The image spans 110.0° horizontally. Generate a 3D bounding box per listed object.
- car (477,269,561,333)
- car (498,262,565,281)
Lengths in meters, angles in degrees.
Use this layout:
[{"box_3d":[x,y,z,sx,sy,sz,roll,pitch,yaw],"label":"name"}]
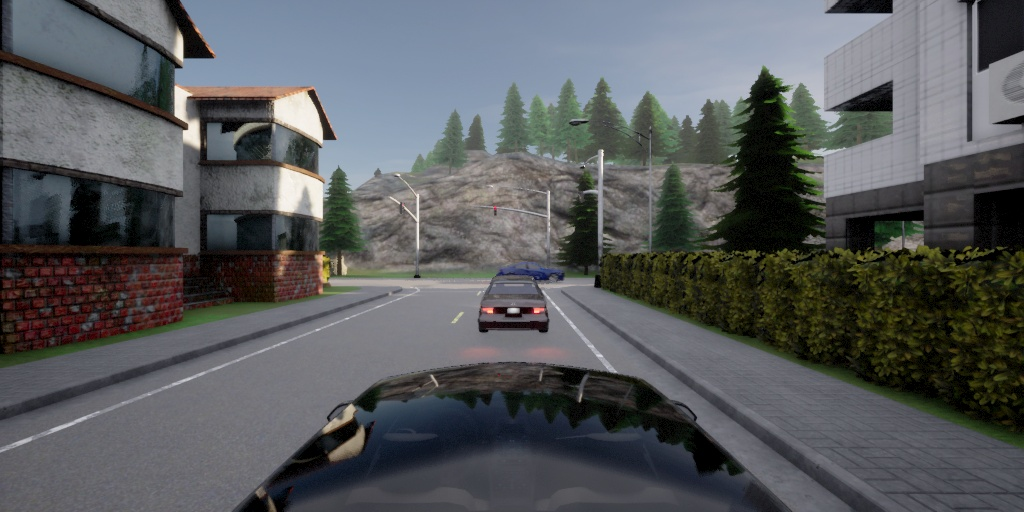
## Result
[{"box_3d":[0.052,1.297,10.728,2.033,1.411,5.357,0,0,0],"label":"car"},{"box_3d":[1.391,1.227,26.690,5.008,1.535,1.882,0,0,1],"label":"car"}]
